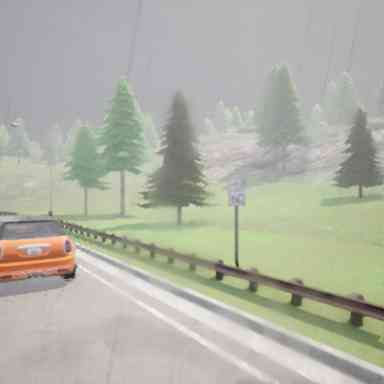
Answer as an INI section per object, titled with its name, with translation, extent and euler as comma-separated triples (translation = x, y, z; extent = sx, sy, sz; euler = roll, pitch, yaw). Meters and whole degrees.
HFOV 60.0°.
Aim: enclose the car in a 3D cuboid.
[car]
translation = -4.950, 1.448, 9.656
extent = 2.097, 1.767, 4.553
euler = 0, -1, -35
